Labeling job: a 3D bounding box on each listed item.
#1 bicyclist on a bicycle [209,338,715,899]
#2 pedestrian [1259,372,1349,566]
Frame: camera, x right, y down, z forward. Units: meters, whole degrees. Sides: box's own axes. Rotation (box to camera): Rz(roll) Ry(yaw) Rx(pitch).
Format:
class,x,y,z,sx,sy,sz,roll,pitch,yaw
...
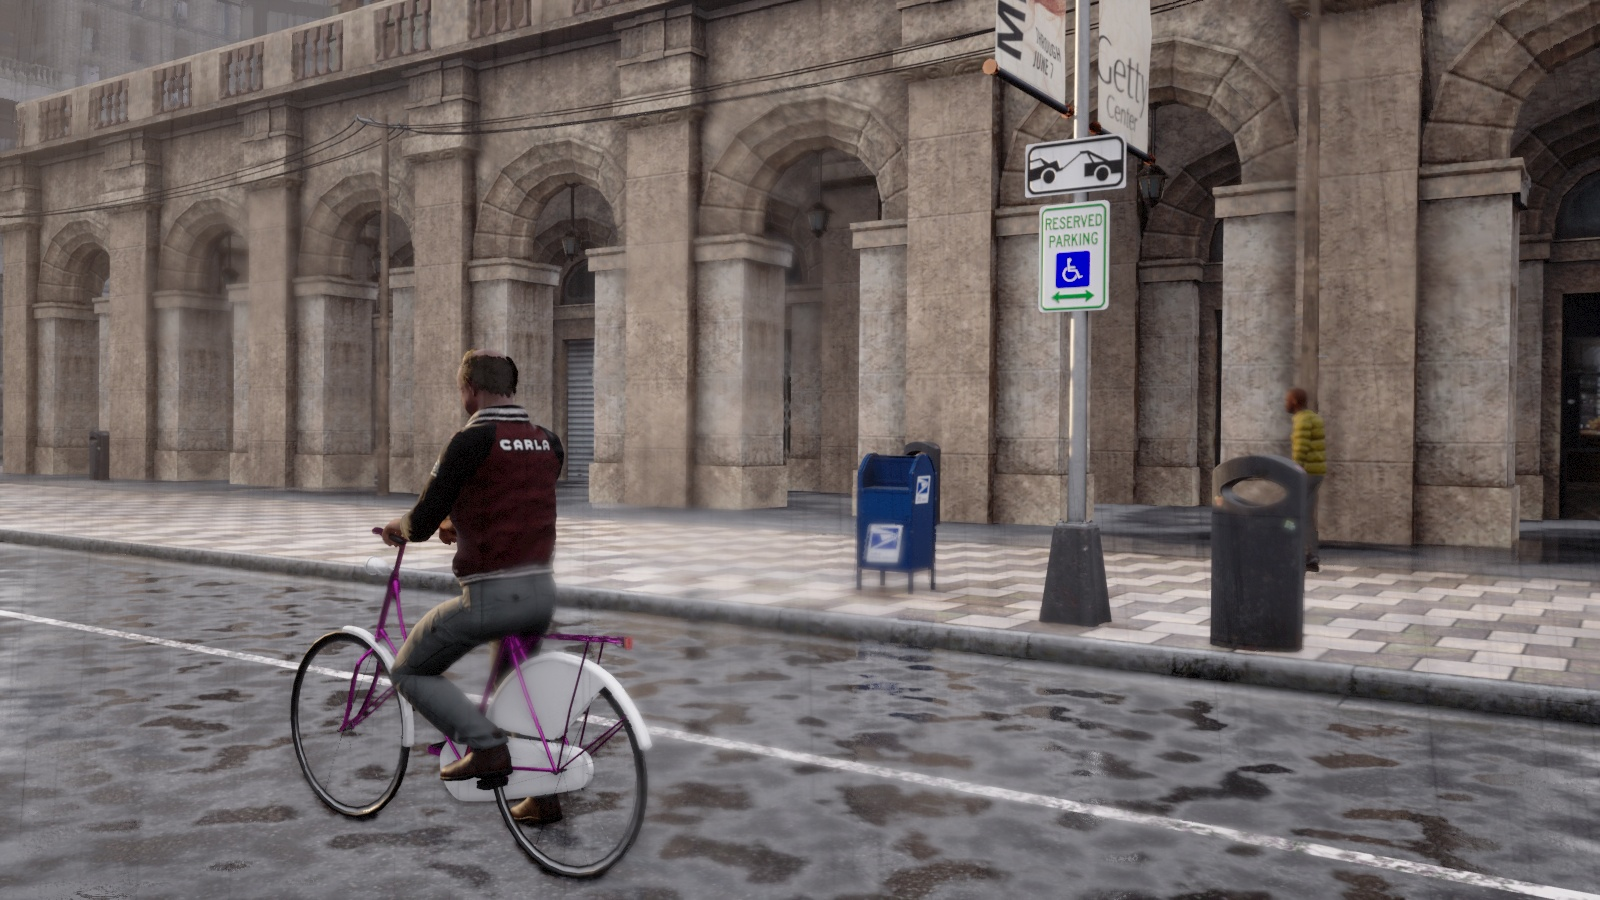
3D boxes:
class,x,y,z,sx,sy,sz,roll,pitch,yaw
bicyclist on a bicycle,-1.240,0.552,4.446,1.843,1.776,0.659,0,1,34
pedestrian,4.908,0.177,12.231,0.726,1.835,0.370,0,1,40
